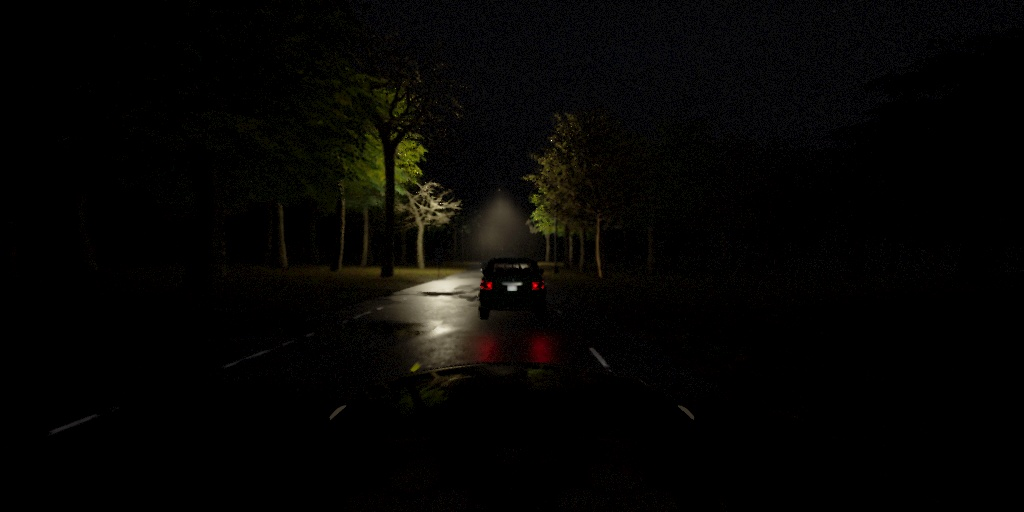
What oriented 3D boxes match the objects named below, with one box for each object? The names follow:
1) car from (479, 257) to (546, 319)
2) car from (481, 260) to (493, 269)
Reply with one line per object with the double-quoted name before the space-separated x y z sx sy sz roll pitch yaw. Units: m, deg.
"car" 0.034 1.055 13.280 2.150 2.045 5.566 0 0 1
"car" -4.182 1.445 60.278 1.994 1.385 4.181 0 0 -4
